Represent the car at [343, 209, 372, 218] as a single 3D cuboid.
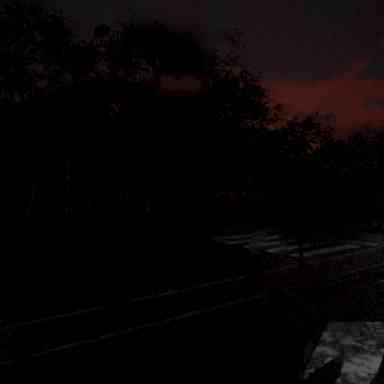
[{"bbox_3d":[27.881,3.673,56.208,4.892,1.490,1.837,3,-3,-9],"label":"car"}]
